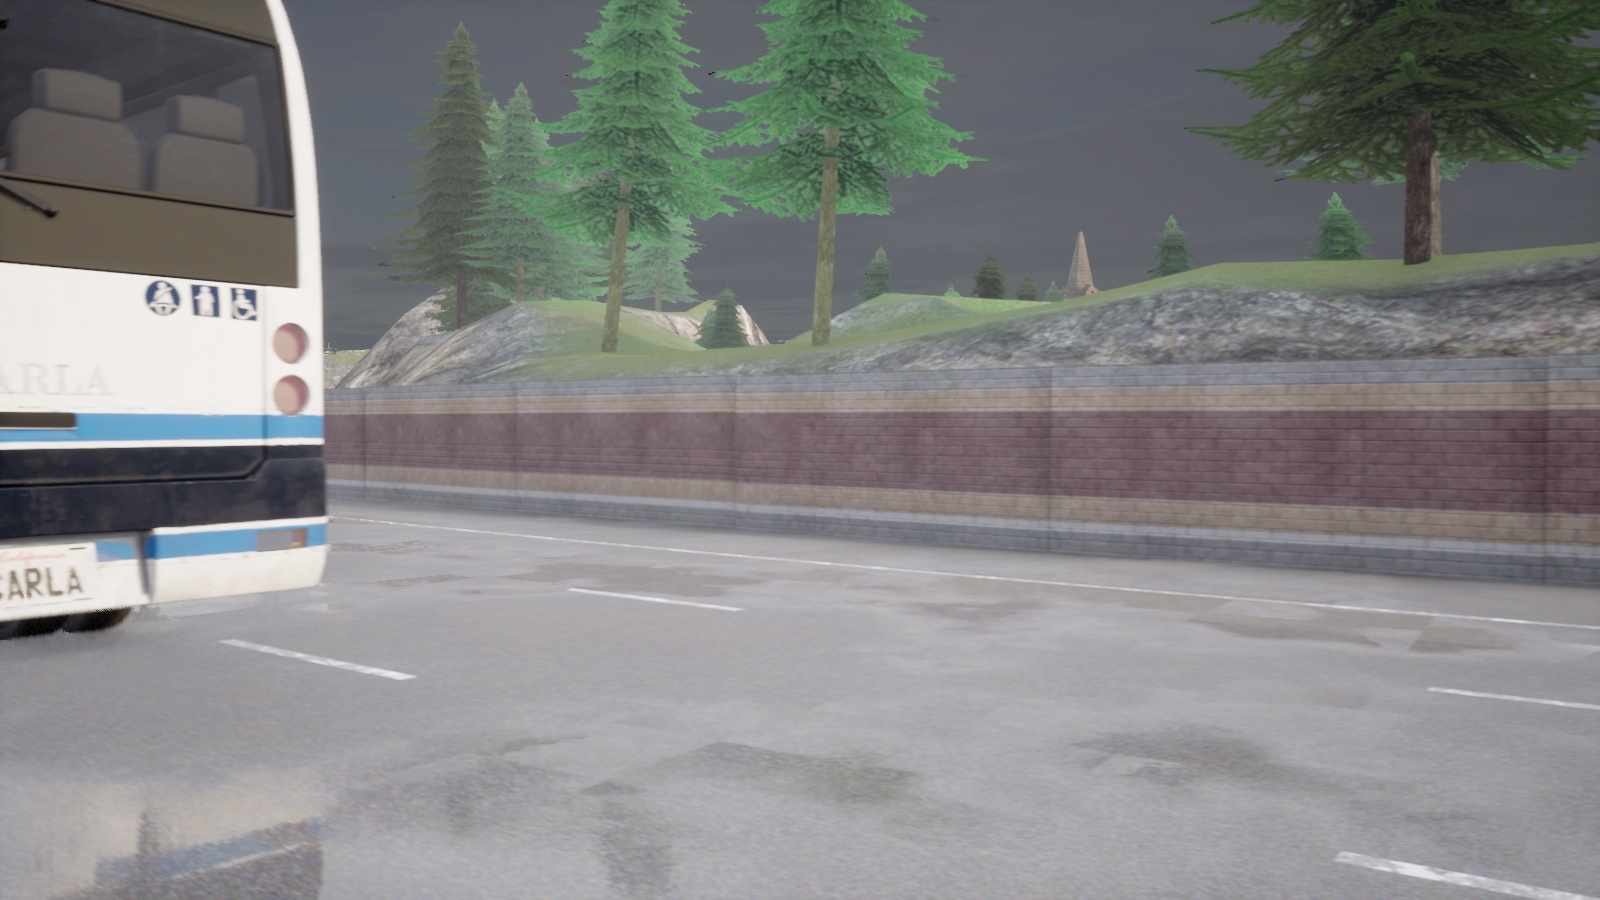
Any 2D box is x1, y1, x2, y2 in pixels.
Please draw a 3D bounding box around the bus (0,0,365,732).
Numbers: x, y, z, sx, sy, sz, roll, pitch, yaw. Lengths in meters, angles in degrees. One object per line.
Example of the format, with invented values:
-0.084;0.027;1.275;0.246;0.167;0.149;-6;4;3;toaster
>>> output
-8.044;-0.702;9.634;10.273;4.253;3.944;0;2;39;bus
